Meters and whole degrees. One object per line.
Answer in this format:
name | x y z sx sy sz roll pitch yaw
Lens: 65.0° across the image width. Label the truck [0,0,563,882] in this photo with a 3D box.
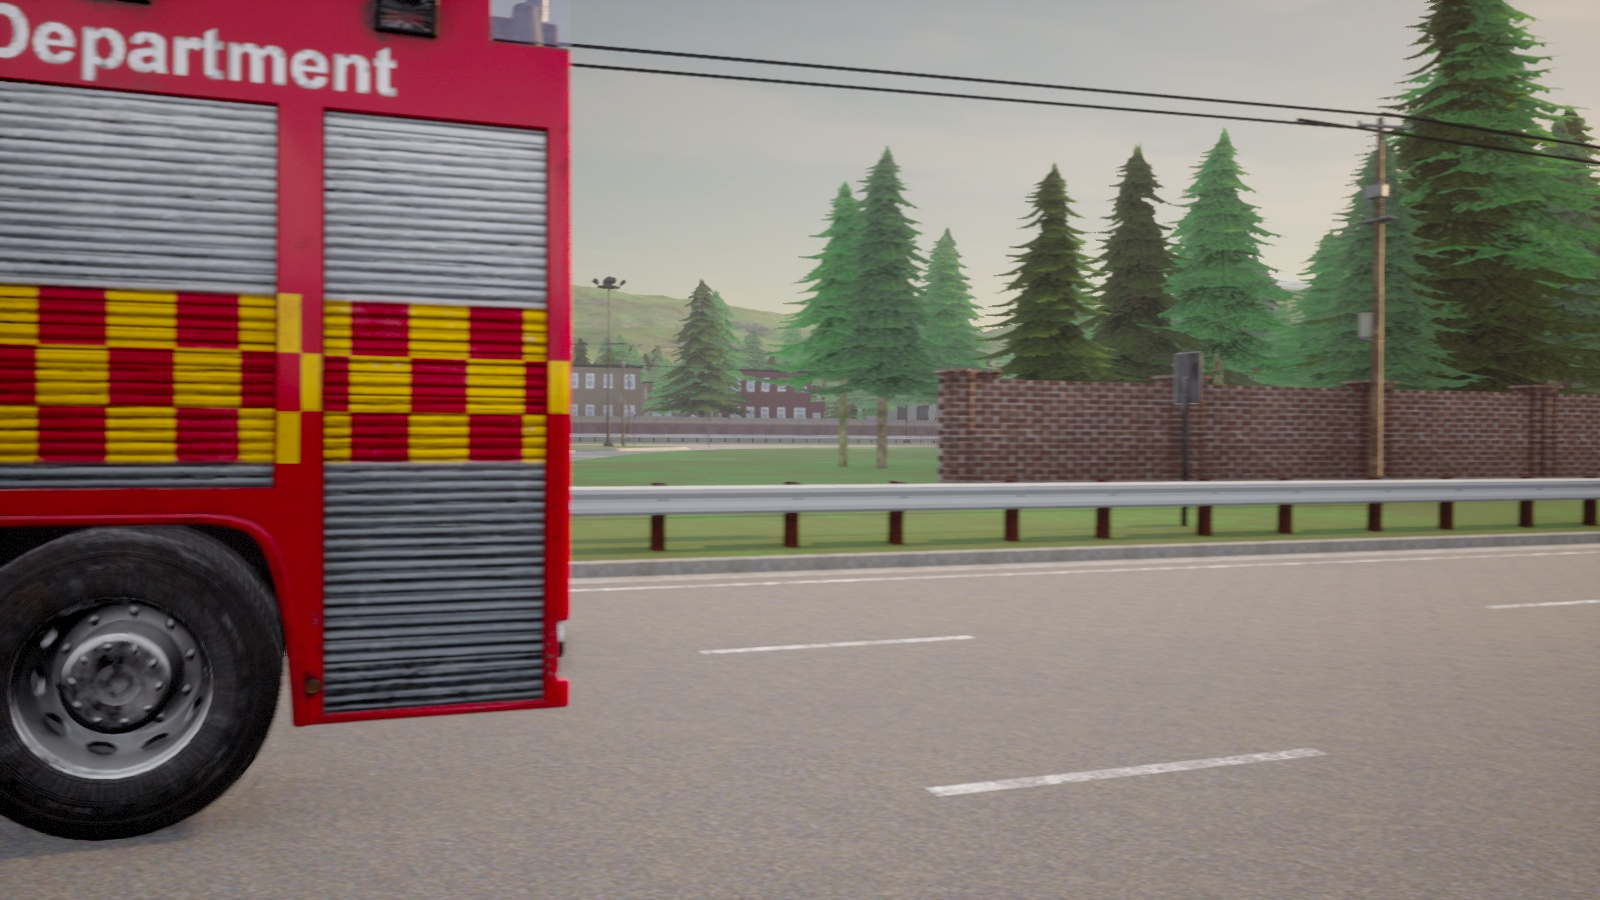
truck | -5.457 -0.381 4.898 8.468 3.827 2.891 -1 1 -21
